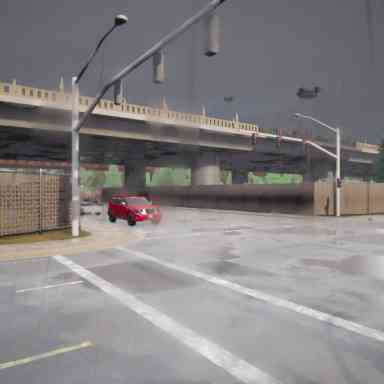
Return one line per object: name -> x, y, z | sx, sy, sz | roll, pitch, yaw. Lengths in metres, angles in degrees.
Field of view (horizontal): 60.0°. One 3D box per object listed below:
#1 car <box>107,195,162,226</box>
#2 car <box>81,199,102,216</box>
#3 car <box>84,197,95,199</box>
car -> -4.341, 1.278, 24.363 | 2.150, 2.045, 5.566 | 0, 0, -36
car -> -10.551, 1.656, 33.025 | 1.895, 1.301, 4.718 | 0, 0, -36
car -> -19.783, 1.619, 64.272 | 1.994, 1.385, 4.181 | 0, 0, -36
